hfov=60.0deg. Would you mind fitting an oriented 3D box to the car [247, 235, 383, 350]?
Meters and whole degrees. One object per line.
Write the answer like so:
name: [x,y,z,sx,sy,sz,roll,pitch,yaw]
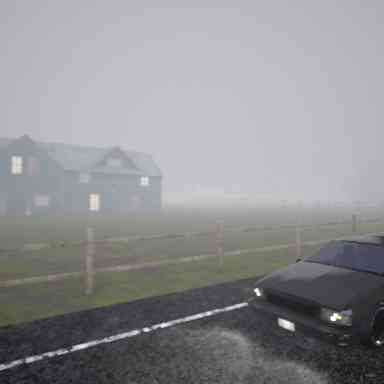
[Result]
car: [3.553,1.607,6.526,5.357,1.411,2.033,1,0,-36]
